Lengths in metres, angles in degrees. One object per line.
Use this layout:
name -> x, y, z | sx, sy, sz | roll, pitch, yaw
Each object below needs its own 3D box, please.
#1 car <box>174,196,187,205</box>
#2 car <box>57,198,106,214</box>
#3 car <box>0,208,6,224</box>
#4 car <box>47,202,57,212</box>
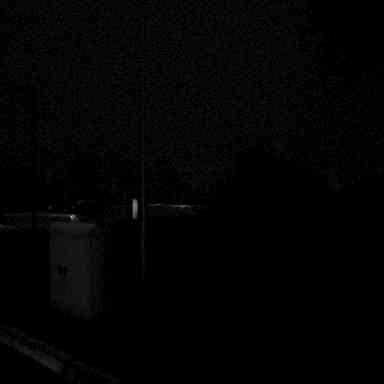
car -> -1.090, 1.352, 55.447 | 1.882, 1.535, 5.008 | 0, 0, 33
car -> -10.894, 1.425, 33.905 | 1.812, 1.442, 4.674 | 0, 0, 33
car -> -12.967, 1.159, 17.572 | 2.150, 2.045, 5.566 | 0, 0, 33
car -> -13.397, 1.378, 36.482 | 2.128, 1.511, 4.902 | 0, 0, 33
